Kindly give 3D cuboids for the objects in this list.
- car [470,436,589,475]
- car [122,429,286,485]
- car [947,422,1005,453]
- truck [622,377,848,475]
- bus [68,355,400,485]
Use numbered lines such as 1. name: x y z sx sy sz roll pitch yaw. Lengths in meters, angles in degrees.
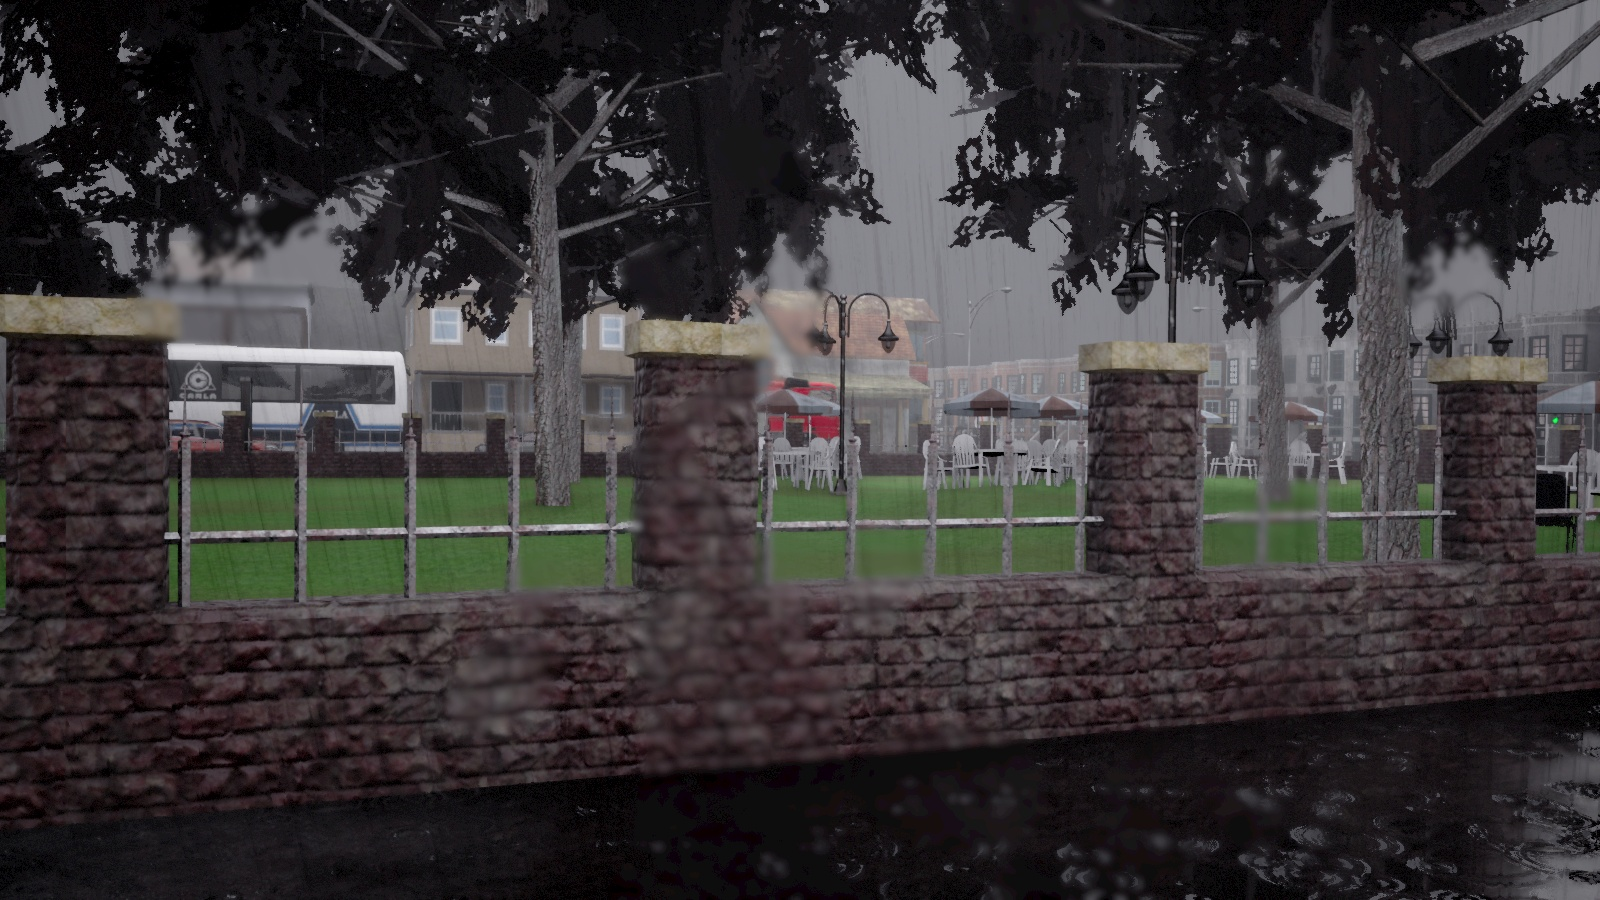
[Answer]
1. car: -10.402 0.190 48.242 4.181 1.385 1.994 -1 1 -21
2. car: -19.158 0.188 40.648 4.611 1.667 2.242 -1 1 -21
3. car: 10.744 -0.773 76.893 1.905 1.878 3.866 -1 1 -21
4. truck: -2.422 -0.923 46.969 7.936 3.462 2.891 -1 1 -21
5. bus: -19.743 -1.092 44.682 10.273 4.253 3.944 -1 1 -20
